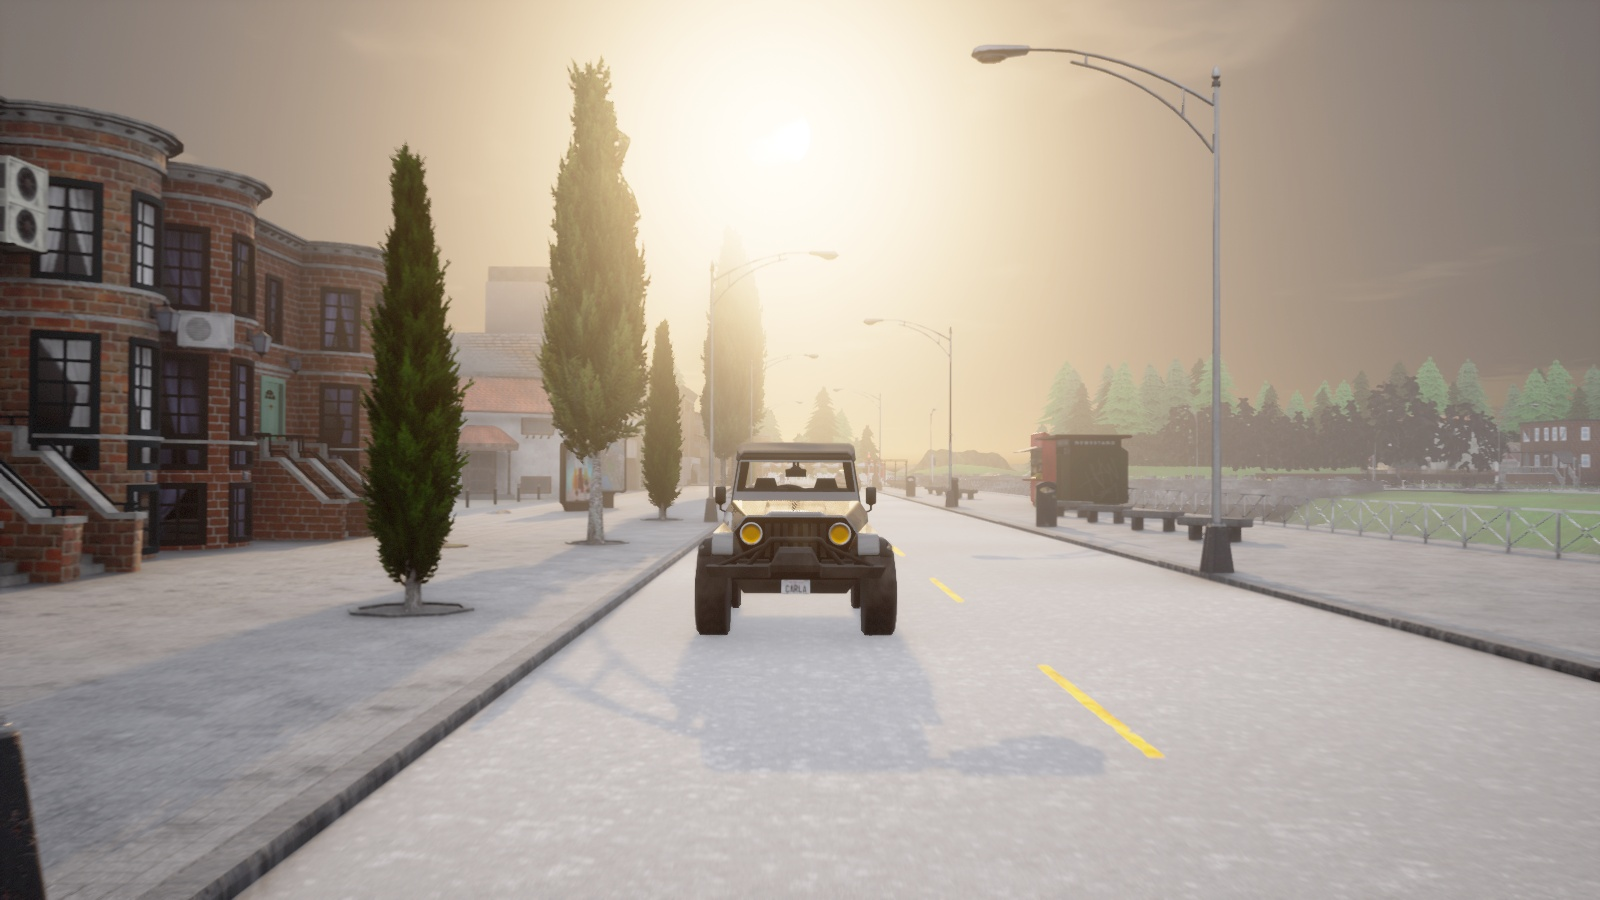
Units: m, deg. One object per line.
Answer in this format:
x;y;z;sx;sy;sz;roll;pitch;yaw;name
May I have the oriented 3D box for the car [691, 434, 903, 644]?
-0.035;0.832;13.249;1.905;1.878;3.866;0;-1;0;car
